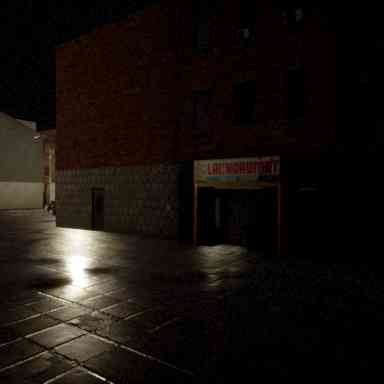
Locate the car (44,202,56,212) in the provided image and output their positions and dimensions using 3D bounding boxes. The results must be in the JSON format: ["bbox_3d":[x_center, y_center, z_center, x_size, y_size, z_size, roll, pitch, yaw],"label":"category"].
[{"bbox_3d":[-14.532,1.523,38.365,2.128,1.511,4.902,0,0,36],"label":"car"}]
